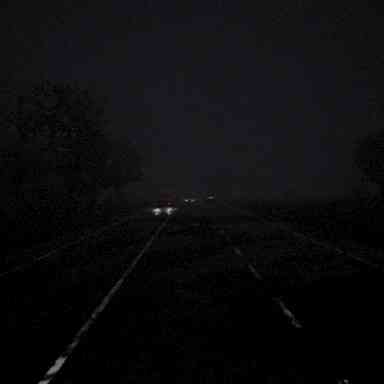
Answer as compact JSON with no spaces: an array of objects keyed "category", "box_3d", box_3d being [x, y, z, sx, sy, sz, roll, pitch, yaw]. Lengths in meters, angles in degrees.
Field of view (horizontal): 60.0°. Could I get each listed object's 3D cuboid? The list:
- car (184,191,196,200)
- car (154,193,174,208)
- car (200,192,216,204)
[{"category":"car","box_3d":[-0.715,0.875,85.489,2.150,2.045,5.566,-1,0,0]},{"category":"car","box_3d":[-3.810,1.118,46.053,2.150,2.045,5.566,-2,0,2]},{"category":"car","box_3d":[3.025,1.172,57.390,2.128,1.511,4.902,-1,0,0]}]
